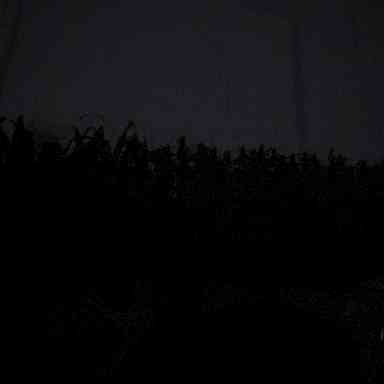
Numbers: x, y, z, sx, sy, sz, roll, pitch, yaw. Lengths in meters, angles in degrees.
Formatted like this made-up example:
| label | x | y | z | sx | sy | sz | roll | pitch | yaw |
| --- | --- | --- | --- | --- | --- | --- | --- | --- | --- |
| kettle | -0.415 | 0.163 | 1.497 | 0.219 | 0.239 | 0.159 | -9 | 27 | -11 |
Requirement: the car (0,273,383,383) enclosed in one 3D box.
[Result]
| label | x | y | z | sx | sy | sz | roll | pitch | yaw |
| --- | --- | --- | --- | --- | --- | --- | --- | --- | --- |
| car | -0.332 | 1.548 | 2.833 | 5.357 | 1.411 | 2.033 | 0 | 0 | -36 |
